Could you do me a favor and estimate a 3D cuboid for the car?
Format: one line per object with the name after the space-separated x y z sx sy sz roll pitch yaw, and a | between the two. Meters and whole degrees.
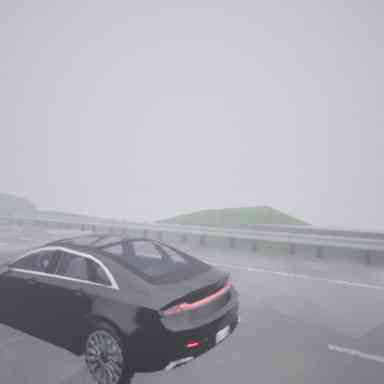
-1.650 1.444 5.236 4.902 1.511 2.128 0 1 34 | car
